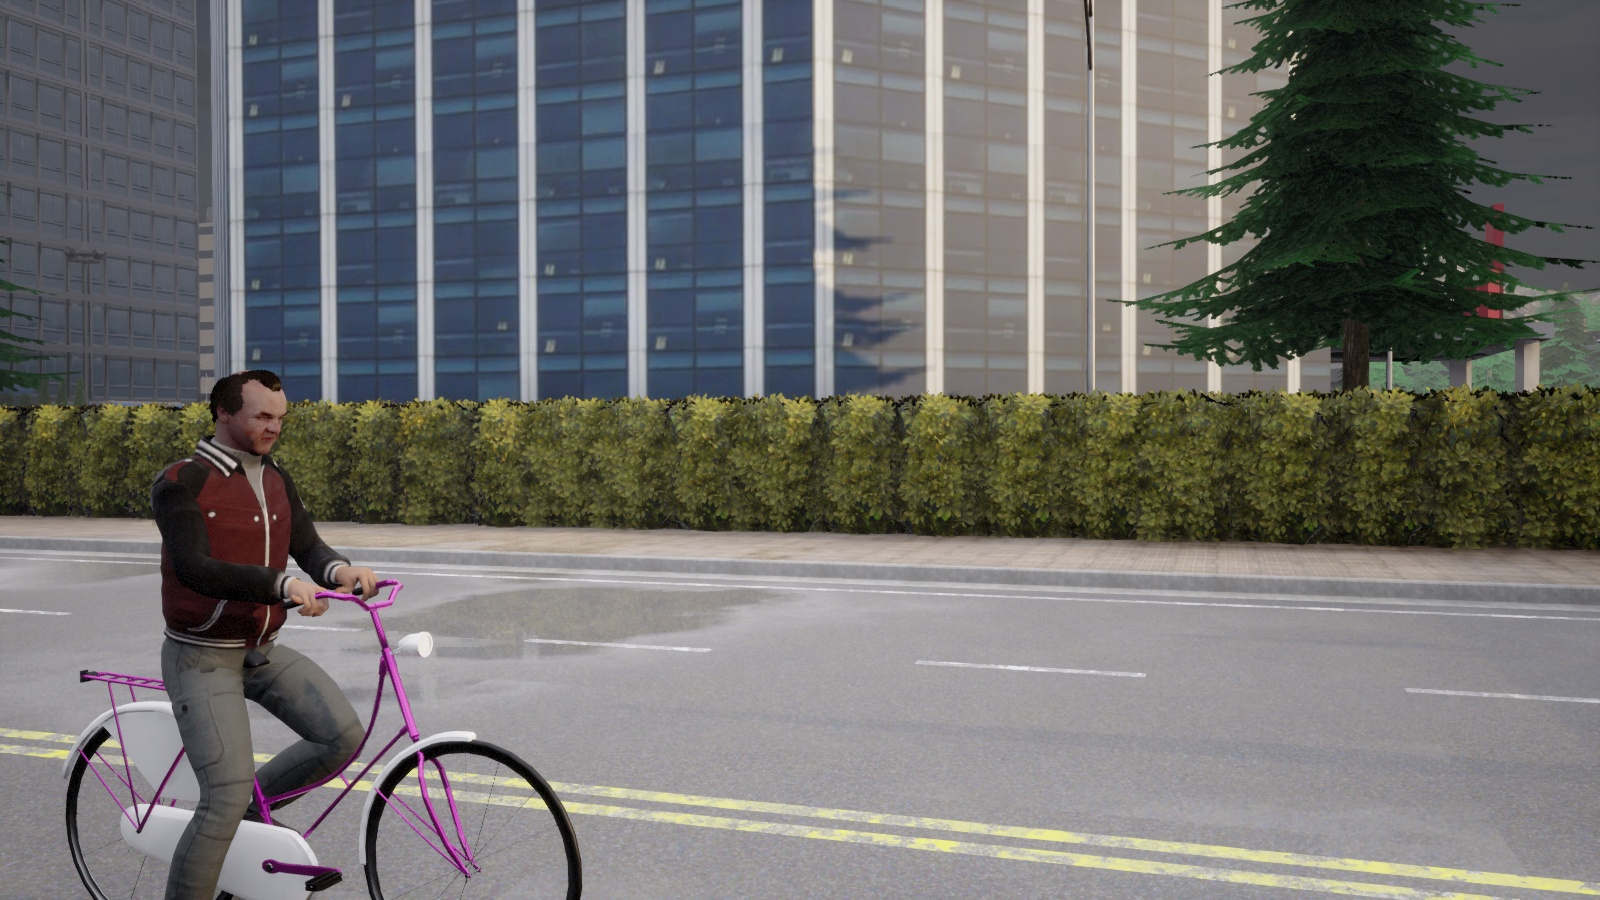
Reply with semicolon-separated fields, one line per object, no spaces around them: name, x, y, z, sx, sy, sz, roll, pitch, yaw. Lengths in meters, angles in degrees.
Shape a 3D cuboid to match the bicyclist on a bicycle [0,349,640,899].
bicyclist on a bicycle;-1.451;0.633;3.680;1.843;1.776;0.659;0;1;19
